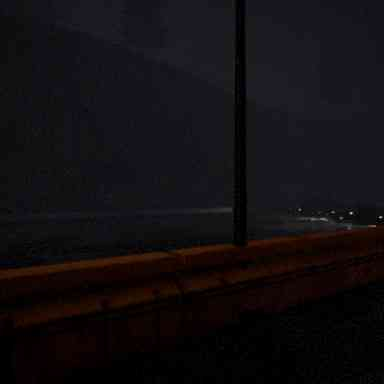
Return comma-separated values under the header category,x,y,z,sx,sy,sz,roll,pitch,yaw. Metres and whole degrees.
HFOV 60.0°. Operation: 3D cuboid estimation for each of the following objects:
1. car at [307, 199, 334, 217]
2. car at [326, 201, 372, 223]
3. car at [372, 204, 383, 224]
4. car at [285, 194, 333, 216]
category,x,y,z,sx,sy,sz,roll,pitch,yaw
car,12.558,1.541,29.229,4.181,1.385,1.994,0,0,-30
car,12.729,1.580,25.295,4.718,1.301,1.895,0,0,-31
car,14.896,1.526,22.536,5.357,1.411,2.033,0,0,-31
car,11.706,1.197,32.815,5.566,2.045,2.150,0,0,-30
